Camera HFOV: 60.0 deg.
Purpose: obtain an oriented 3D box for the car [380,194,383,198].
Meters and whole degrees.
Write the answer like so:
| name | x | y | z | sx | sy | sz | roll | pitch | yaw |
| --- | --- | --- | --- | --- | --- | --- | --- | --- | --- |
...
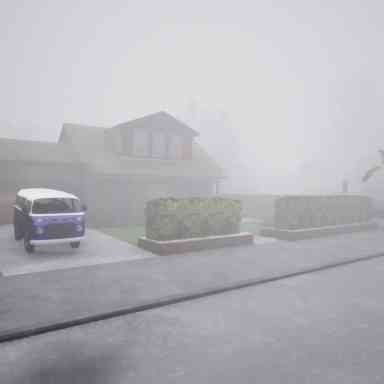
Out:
| name | x | y | z | sx | sy | sz | roll | pitch | yaw |
| --- | --- | --- | --- | --- | --- | --- | --- | --- | --- |
| car | 24.018 | 0.986 | 40.753 | 3.866 | 1.878 | 1.905 | 0 | 0 | 0 |

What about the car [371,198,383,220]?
| name | x | y | z | sx | sy | sz | roll | pitch | yaw |
| --- | --- | --- | --- | --- | --- | --- | --- | --- | --- |
| car | 14.856 | 1.491 | 25.631 | 2.128 | 1.511 | 4.902 | 0 | 0 | -36 |
